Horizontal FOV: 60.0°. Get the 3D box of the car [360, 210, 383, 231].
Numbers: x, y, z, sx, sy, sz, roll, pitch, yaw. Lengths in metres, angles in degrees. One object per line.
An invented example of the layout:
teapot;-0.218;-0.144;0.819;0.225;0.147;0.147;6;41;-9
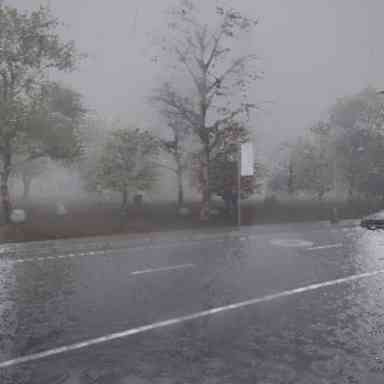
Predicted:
car;12.188;1.519;19.266;5.357;1.411;2.033;0;0;-27
